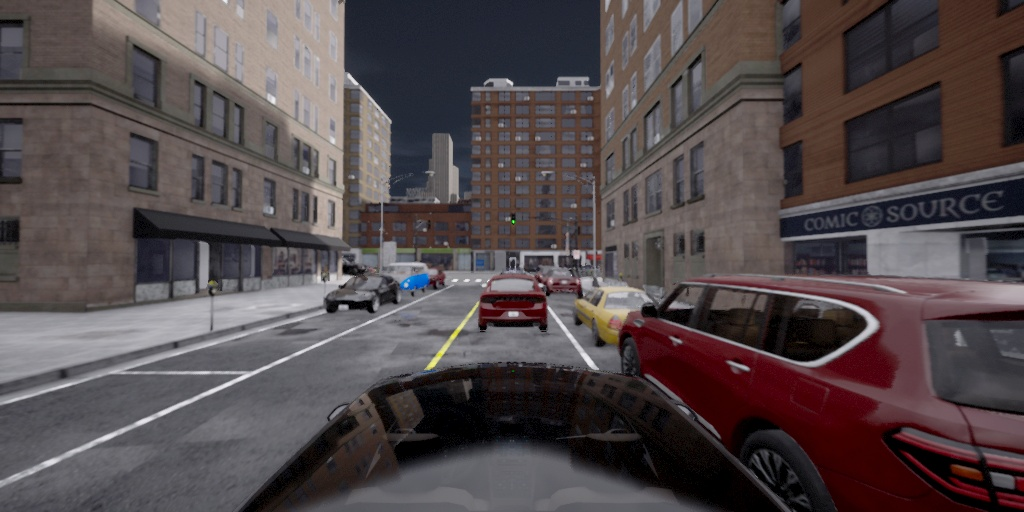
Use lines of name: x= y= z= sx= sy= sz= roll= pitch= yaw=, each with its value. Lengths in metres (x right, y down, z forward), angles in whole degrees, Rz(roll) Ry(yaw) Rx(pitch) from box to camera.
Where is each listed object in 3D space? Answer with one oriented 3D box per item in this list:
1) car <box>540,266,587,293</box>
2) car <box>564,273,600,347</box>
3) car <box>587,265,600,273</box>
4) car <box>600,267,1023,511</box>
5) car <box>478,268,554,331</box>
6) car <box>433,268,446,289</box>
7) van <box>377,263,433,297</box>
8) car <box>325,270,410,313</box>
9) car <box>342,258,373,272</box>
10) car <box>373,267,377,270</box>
car: x=2.661 y=1.370 z=20.135 sx=1.967 sy=1.591 sz=4.097 roll=0 pitch=0 yaw=0
car: x=2.665 y=1.347 z=9.340 sx=1.751 sy=1.417 sz=4.829 roll=0 pitch=0 yaw=0
car: x=8.762 y=1.702 z=38.326 sx=4.181 sy=1.385 sz=1.994 roll=1 pitch=-2 yaw=-5
car: x=2.667 y=1.083 z=3.687 sx=2.192 sy=1.841 sz=5.009 roll=0 pitch=0 yaw=0
car: x=0.019 y=1.321 z=11.427 sx=1.882 sy=1.535 sz=5.008 roll=0 pitch=-1 yaw=0
car: x=-5.867 y=1.531 z=25.615 sx=1.888 sy=1.381 sz=4.507 roll=0 pitch=0 yaw=0
van: x=-5.865 y=1.271 z=20.133 sx=1.690 sy=1.789 sz=3.998 roll=0 pitch=0 yaw=0
car: x=-5.863 y=1.441 z=14.651 sx=1.948 sy=1.339 sz=4.313 roll=0 pitch=0 yaw=0
car: x=-18.408 y=1.158 z=38.535 sx=5.566 sy=2.045 sz=2.150 roll=0 pitch=-1 yaw=0
car: x=-17.500 y=1.570 z=41.770 sx=4.181 sy=1.385 sz=1.994 roll=0 pitch=-1 yaw=0
